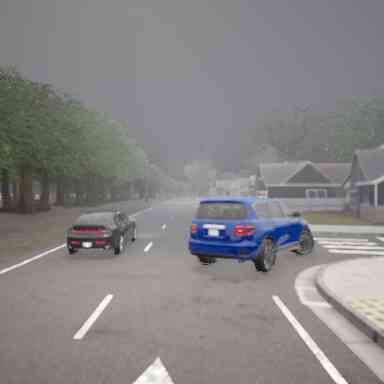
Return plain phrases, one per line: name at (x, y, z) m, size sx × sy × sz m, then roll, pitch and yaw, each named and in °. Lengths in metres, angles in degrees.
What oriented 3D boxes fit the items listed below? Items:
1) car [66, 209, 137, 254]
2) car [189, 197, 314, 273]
car at (-3.411, 1.454, 13.277) m, size 1.837 × 1.490 × 4.892 m, roll 0°, pitch 0°, yaw 0°
car at (2.139, 1.200, 10.972) m, size 2.150 × 2.045 × 5.566 m, roll -2°, pitch -2°, yaw 36°
